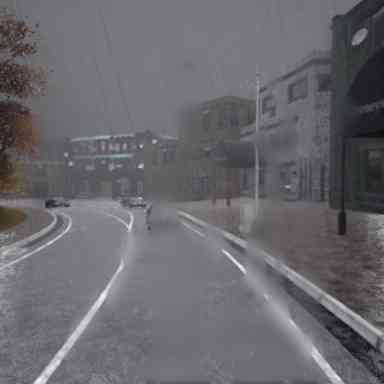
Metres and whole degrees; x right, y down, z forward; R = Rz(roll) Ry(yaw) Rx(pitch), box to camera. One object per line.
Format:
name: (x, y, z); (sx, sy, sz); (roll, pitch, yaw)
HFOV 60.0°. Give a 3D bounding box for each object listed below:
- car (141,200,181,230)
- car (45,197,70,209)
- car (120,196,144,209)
car: (-1.847, 1.443, 20.274); (2.033, 1.411, 5.357); (-1, 1, -10)
car: (-16.368, 1.316, 40.400); (1.994, 1.385, 4.181); (-2, 2, -40)
car: (-6.953, 1.203, 38.959); (2.033, 1.411, 5.357); (-1, 1, -28)
